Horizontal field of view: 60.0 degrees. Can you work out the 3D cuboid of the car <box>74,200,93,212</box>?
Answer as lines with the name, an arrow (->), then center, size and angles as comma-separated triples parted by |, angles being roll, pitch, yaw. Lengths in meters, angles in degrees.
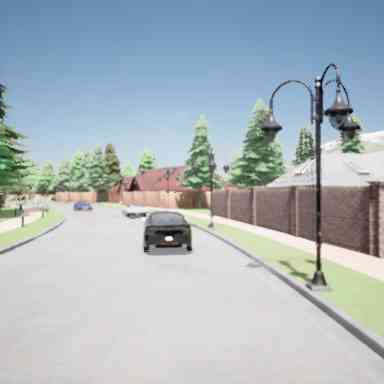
car -> -14.042, 1.762, 42.783 | 1.812, 1.442, 4.674 | 0, 0, -27

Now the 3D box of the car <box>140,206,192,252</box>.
car -> -1.160, 1.549, 14.454 | 1.882, 1.535, 5.008 | 0, 0, -8

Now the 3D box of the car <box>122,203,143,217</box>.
car -> -5.817, 1.771, 33.021 | 1.895, 1.301, 4.718 | 0, 0, -19
